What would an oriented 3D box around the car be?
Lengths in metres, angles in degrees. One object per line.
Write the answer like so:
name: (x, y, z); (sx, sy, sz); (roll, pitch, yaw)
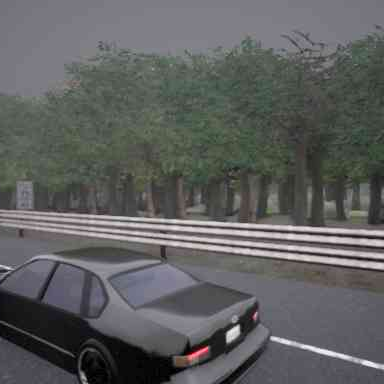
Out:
car: (-1.595, 1.575, 5.019); (5.357, 1.411, 2.033); (0, 0, 36)
